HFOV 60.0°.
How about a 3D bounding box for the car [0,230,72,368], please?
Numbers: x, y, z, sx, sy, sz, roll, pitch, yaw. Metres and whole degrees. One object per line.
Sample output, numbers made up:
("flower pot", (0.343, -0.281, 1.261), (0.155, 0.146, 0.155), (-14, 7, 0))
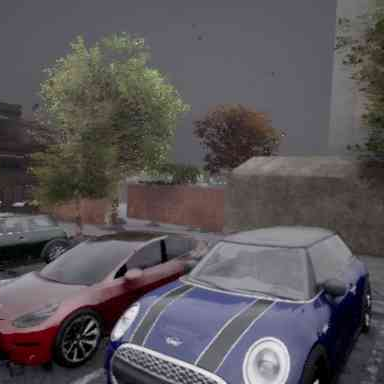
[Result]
("car", (-1.286, 1.536, 6.161), (2.163, 1.488, 4.792), (0, 0, 36))

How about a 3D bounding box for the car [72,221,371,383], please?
("car", (1.026, 1.365, 4.589), (2.185, 1.767, 4.553), (0, 0, 35))

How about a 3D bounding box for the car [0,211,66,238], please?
("car", (-5.900, 1.415, 9.528), (2.185, 1.767, 4.553), (0, 0, 35))
